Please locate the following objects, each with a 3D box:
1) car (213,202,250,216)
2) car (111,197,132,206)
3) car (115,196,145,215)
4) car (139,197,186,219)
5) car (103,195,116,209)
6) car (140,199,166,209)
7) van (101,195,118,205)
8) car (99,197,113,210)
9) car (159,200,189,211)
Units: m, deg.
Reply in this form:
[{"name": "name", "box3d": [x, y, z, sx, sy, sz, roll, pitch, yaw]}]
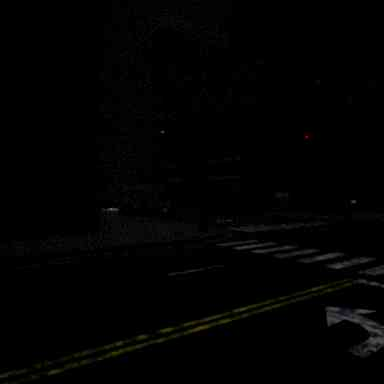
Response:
[{"name": "car", "box3d": [3.977, 1.647, 33.597, 1.947, 1.339, 4.313, 1, 0, -35]}, {"name": "car", "box3d": [-11.929, 1.635, 56.097, 2.008, 1.369, 4.403, 0, 0, -35]}, {"name": "car", "box3d": [-5.756, 1.464, 33.466, 1.967, 1.590, 4.097, 1, 0, -35]}, {"name": "car", "box3d": [-2.575, 1.466, 28.966, 1.967, 1.590, 4.097, 1, 0, -35]}, {"name": "car", "box3d": [-12.288, 1.590, 47.120, 2.033, 1.411, 5.357, 0, 0, -35]}, {"name": "car", "box3d": [-5.567, 1.646, 47.098, 1.947, 1.339, 4.313, 0, 0, -35]}, {"name": "van", "box3d": [-15.109, 1.429, 60.598, 1.690, 1.788, 3.998, 0, 0, -35]}, {"name": "car", "box3d": [-12.119, 1.606, 42.465, 1.802, 1.307, 4.206, 0, 0, -35]}, {"name": "car", "box3d": [-2.386, 1.661, 42.598, 1.802, 1.307, 4.206, 0, 0, -35]}]
